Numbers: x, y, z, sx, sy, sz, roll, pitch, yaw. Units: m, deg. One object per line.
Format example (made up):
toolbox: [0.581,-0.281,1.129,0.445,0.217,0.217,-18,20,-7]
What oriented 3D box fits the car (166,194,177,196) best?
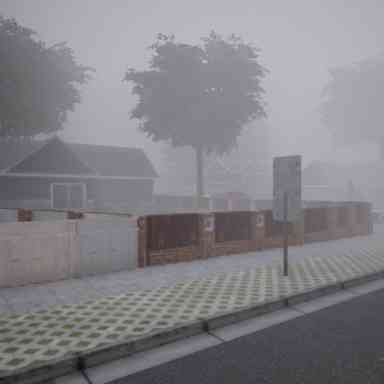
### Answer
car: [-2.810,1.081,44.418,2.128,1.511,4.902,0,1,-35]

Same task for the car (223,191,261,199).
car: [5.295,0.974,32.939,2.150,2.045,5.566,0,1,-36]

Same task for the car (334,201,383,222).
car: [11.378,1.404,24.372,1.812,1.442,4.674,0,1,-35]
